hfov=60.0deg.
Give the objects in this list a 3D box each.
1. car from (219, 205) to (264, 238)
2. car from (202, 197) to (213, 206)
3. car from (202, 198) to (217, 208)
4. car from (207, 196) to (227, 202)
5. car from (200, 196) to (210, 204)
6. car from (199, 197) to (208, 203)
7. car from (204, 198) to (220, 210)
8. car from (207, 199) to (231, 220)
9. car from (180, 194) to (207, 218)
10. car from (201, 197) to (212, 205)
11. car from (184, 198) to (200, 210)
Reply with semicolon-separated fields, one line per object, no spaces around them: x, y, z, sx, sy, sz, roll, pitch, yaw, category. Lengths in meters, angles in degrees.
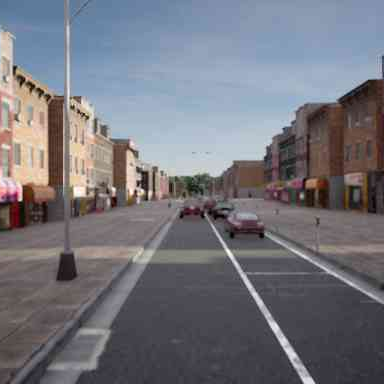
2.617;1.571;17.196;1.802;1.307;4.206;0;0;0;car
2.557;1.589;55.635;1.752;1.417;4.829;0;0;0;car
2.566;1.611;49.998;1.947;1.339;4.313;0;0;0;car
2.590;1.321;33.597;2.192;1.841;5.009;0;0;0;car
2.540;1.544;66.399;1.967;1.590;4.097;0;0;0;car
2.532;1.710;71.865;1.802;1.307;4.206;0;0;0;car
2.574;1.574;44.531;1.887;1.381;4.507;0;0;0;car
2.600;1.564;28.130;1.947;1.339;4.313;0;0;0;car
0.026;1.356;29.926;2.097;1.767;4.553;0;0;0;car
2.549;1.664;60.932;1.802;1.307;4.206;0;0;0;car
-0.001;1.578;43.958;2.033;1.411;5.357;0;0;0;car
